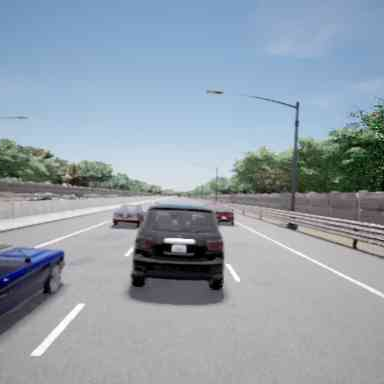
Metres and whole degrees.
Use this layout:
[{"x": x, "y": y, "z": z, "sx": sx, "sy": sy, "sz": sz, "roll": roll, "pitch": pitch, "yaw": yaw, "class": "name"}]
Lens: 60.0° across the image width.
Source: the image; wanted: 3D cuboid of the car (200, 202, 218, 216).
[{"x": 2.048, "y": 2.122, "z": 41.732, "sx": 1.812, "sy": 1.442, "sz": 4.674, "roll": 3, "pitch": -1, "yaw": -1, "class": "car"}]

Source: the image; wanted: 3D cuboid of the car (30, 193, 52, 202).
[{"x": -22.785, "y": 0.919, "z": 50.497, "sx": 2.128, "sy": 1.511, "sz": 4.902, "roll": 3, "pitch": -1, "yaw": -1, "class": "car"}]

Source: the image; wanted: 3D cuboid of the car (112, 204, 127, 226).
[{"x": -4.302, "y": 1.587, "z": 23.537, "sx": 2.033, "sy": 1.411, "sz": 5.357, "roll": 3, "pitch": -1, "yaw": -1, "class": "car"}]

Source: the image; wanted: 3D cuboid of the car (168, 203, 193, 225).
[{"x": -0.951, "y": 1.773, "z": 28.082, "sx": 1.837, "sy": 1.490, "sz": 4.892, "roll": 3, "pitch": -1, "yaw": -2, "class": "car"}]

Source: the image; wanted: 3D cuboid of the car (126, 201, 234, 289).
[{"x": -0.358, "y": 1.307, "z": 9.679, "sx": 2.150, "sy": 2.045, "sz": 5.566, "roll": 3, "pitch": -1, "yaw": -2, "class": "car"}]

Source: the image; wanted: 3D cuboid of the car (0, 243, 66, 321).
[{"x": -3.746, "y": 1.466, "z": 5.554, "sx": 1.895, "sy": 1.301, "sz": 4.718, "roll": 3, "pitch": -1, "yaw": -2, "class": "car"}]

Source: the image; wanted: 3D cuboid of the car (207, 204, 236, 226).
[{"x": 2.500, "y": 1.937, "z": 29.082, "sx": 1.882, "sy": 1.535, "sz": 5.008, "roll": 3, "pitch": 0, "yaw": -2, "class": "car"}]

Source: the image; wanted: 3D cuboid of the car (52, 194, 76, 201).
[{"x": -19.331, "y": 1.116, "z": 51.853, "sx": 2.128, "sy": 1.511, "sz": 4.902, "roll": 3, "pitch": -1, "yaw": -1, "class": "car"}]

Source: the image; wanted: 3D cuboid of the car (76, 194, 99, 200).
[{"x": -15.823, "y": 1.155, "z": 51.579, "sx": 2.097, "sy": 1.767, "sz": 4.553, "roll": 3, "pitch": -1, "yaw": -1, "class": "car"}]
